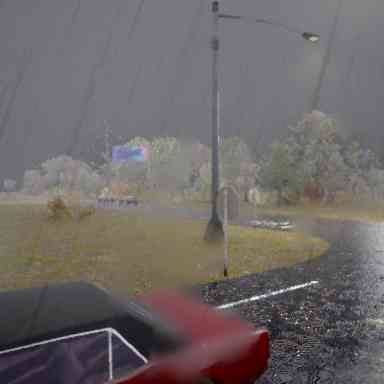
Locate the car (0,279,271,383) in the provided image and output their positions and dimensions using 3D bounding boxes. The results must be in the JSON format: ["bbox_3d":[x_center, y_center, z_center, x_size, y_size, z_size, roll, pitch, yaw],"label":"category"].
[{"bbox_3d":[-1.613,1.601,2.739,4.718,1.301,1.895,0,0,-35],"label":"car"}]

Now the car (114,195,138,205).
[{"bbox_3d":[-10.211,1.305,52.644,1.837,1.490,4.892,0,0,-33],"label":"car"}]

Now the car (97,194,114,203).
[{"bbox_3d":[-15.883,1.132,61.131,2.097,1.767,4.553,0,0,-34],"label":"car"}]
